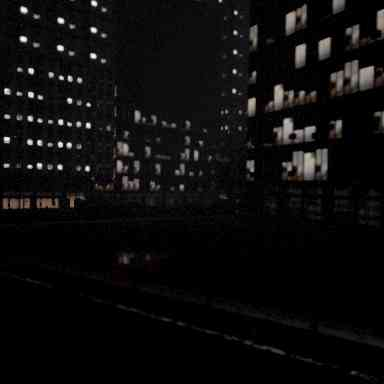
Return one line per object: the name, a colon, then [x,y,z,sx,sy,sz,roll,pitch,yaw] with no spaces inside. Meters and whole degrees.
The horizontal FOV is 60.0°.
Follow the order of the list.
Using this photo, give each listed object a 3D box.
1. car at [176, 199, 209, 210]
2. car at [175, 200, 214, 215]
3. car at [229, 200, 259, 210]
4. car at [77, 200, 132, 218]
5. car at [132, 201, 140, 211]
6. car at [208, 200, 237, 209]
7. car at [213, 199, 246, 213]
car: [0.152,1.860,50.479,4.829,1.417,1.752,1,1,-34]
car: [0.062,2.027,40.871,4.507,1.381,1.887,1,1,-34]
car: [8.363,1.979,53.041,4.674,1.442,1.812,1,1,-34]
car: [-9.290,1.716,34.464,5.009,1.841,2.192,0,1,-34]
car: [-9.065,1.805,44.172,4.403,1.369,2.008,0,1,-34]
car: [4.970,1.942,53.777,4.313,1.339,1.947,1,1,-34]
car: [4.745,1.838,44.069,5.009,1.841,2.192,1,1,-34]
